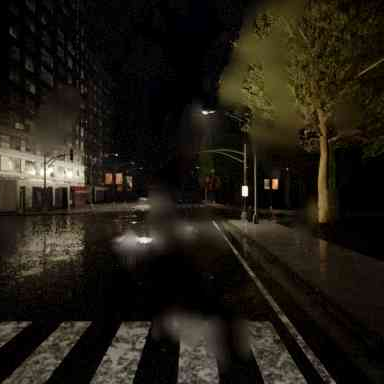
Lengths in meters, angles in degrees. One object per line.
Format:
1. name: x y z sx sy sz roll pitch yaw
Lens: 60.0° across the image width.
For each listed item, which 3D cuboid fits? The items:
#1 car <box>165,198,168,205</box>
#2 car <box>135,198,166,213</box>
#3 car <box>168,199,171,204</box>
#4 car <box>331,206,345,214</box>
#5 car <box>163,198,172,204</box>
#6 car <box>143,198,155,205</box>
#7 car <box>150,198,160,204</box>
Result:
1. car: -6.367 1.975 64.327 2.033 1.411 5.357 0 -1 1
2. car: -5.098 1.784 40.227 1.895 1.301 4.718 0 0 15
3. car: -6.302 2.039 74.277 1.882 1.535 5.008 0 -1 0
4. car: 24.506 3.038 56.882 4.718 1.301 1.895 3 -2 -45
5. car: -6.274 2.310 84.601 1.895 1.301 4.718 0 -1 0
6. car: -9.551 2.110 74.890 2.033 1.411 5.357 0 -1 0
7. car: -9.522 2.267 85.433 2.033 1.411 5.357 0 -1 0
